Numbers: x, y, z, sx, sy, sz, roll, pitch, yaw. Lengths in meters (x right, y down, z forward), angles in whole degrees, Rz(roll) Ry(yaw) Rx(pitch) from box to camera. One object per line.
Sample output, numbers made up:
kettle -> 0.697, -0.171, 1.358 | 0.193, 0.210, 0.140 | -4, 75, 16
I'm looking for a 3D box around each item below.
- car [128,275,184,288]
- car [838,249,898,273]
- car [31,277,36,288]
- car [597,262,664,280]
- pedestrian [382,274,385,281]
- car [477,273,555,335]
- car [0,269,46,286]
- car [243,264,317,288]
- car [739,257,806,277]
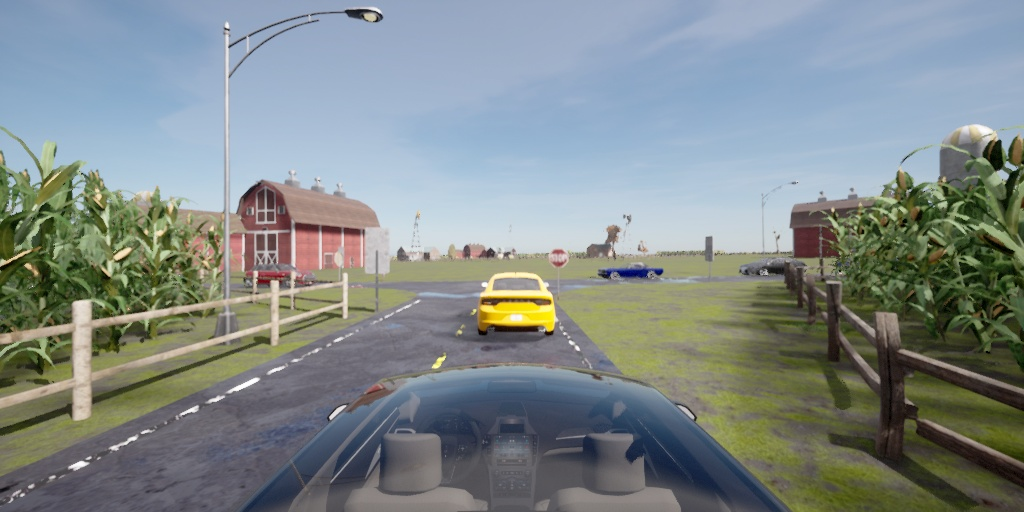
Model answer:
car -> -26.665, 1.685, 26.890 | 5.357, 1.411, 2.033 | -1, -1, 8
car -> 27.227, 0.459, 26.480 | 5.566, 2.045, 2.150 | -1, 0, -7
car -> -38.354, 1.807, 28.902 | 5.008, 1.535, 1.882 | -1, -1, 12
car -> 9.048, 1.169, 27.709 | 4.718, 1.301, 1.895 | -1, 0, -7
pedestrian -> -11.176, 1.596, 31.210 | 0.500, 1.100, 0.500 | 0, 0, 4
car -> 0.103, 1.222, 10.470 | 1.882, 1.535, 5.008 | 0, 0, 0
car -> -46.689, 2.022, 33.732 | 4.674, 1.442, 1.812 | -1, -1, 15
car -> -16.545, 1.322, 25.740 | 4.553, 1.767, 2.097 | -1, -1, 6
car -> 20.838, 0.859, 28.773 | 4.902, 1.511, 2.128 | -1, 0, -6
